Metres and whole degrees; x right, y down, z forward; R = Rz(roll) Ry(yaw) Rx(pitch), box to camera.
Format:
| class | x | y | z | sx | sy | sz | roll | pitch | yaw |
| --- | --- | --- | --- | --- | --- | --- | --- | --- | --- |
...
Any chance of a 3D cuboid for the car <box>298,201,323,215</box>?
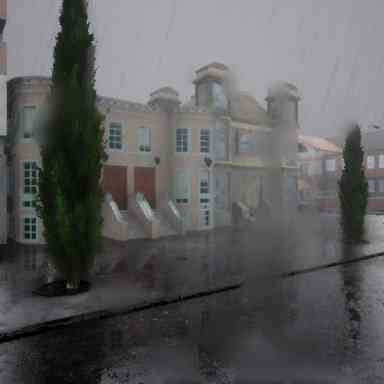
| class | x | y | z | sx | sy | sz | roll | pitch | yaw |
| --- | --- | --- | --- | --- | --- | --- | --- | --- | --- |
| car | 10.911 | 1.564 | 33.398 | 1.994 | 1.385 | 4.181 | 0 | 0 | -36 |
